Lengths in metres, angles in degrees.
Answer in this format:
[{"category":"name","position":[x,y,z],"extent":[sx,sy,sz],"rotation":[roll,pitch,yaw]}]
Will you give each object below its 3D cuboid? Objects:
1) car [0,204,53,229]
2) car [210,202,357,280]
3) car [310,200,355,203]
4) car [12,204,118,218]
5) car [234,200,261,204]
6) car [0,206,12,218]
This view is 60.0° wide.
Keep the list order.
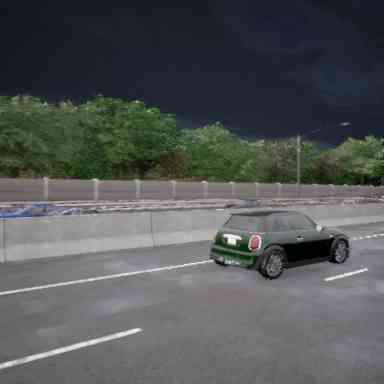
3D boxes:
[{"category":"car","position":[-11.469,1.534,21.599],"extent":[4.181,1.385,1.994],"rotation":[0,0,-35]},{"category":"car","position":[2.799,1.343,10.164],"extent":[4.553,1.767,2.097],"rotation":[0,0,-35]},{"category":"car","position":[13.615,1.471,30.833],"extent":[4.902,1.511,2.128],"rotation":[0,0,-35]},{"category":"car","position":[-6.099,1.470,16.831],"extent":[4.902,1.511,2.128],"rotation":[0,0,-35]},{"category":"car","position":[5.533,1.518,33.693],"extent":[5.357,1.411,2.033],"rotation":[0,0,-35]},{"category":"car","position":[-8.915,1.452,19.121],"extent":[5.008,1.535,1.882],"rotation":[0,0,-35]}]
